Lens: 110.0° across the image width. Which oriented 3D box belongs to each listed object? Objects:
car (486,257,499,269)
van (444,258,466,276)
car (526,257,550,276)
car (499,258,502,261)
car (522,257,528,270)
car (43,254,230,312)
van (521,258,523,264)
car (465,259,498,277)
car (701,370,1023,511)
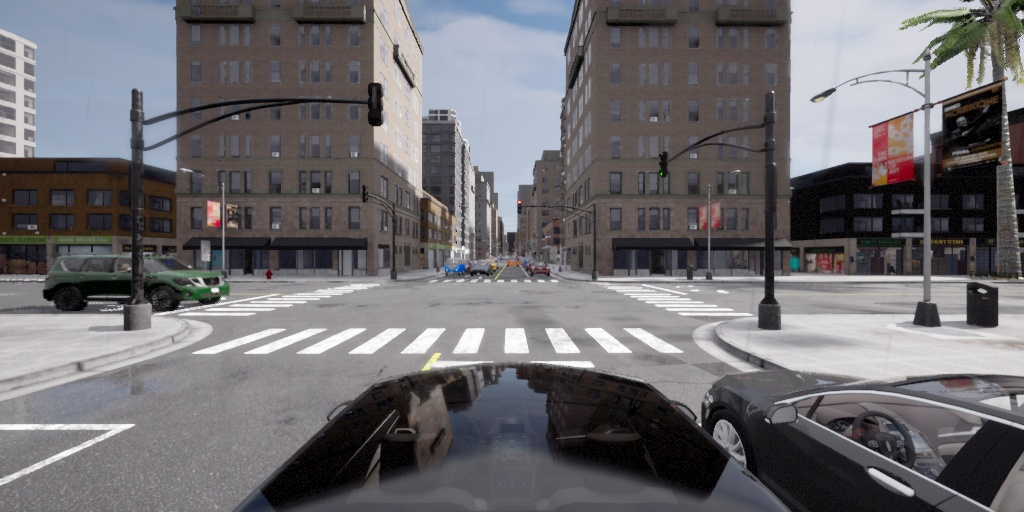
[{"bbox_3d":[-3.001,1.229,46.309,1.882,1.535,5.008,0,0,0],"label":"car"},{"bbox_3d":[-5.782,1.092,36.418,1.690,1.789,3.998,0,0,0],"label":"van"},{"bbox_3d":[2.743,1.191,36.399,1.967,1.591,4.097,0,0,0],"label":"car"},{"bbox_3d":[-2.968,1.352,56.228,1.895,1.301,4.718,0,0,0],"label":"car"},{"bbox_3d":[2.771,1.191,47.737,1.967,1.591,4.097,0,0,0],"label":"car"},{"bbox_3d":[-14.046,0.957,13.599,5.566,2.045,2.150,0,0,0],"label":"car"},{"bbox_3d":[2.799,1.092,59.076,1.690,1.789,3.998,0,0,0],"label":"van"},{"bbox_3d":[-2.997,1.298,36.608,2.033,1.411,5.357,0,0,4],"label":"car"},{"bbox_3d":[2.668,1.300,1.749,2.007,1.370,4.403,0,0,0],"label":"car"}]
